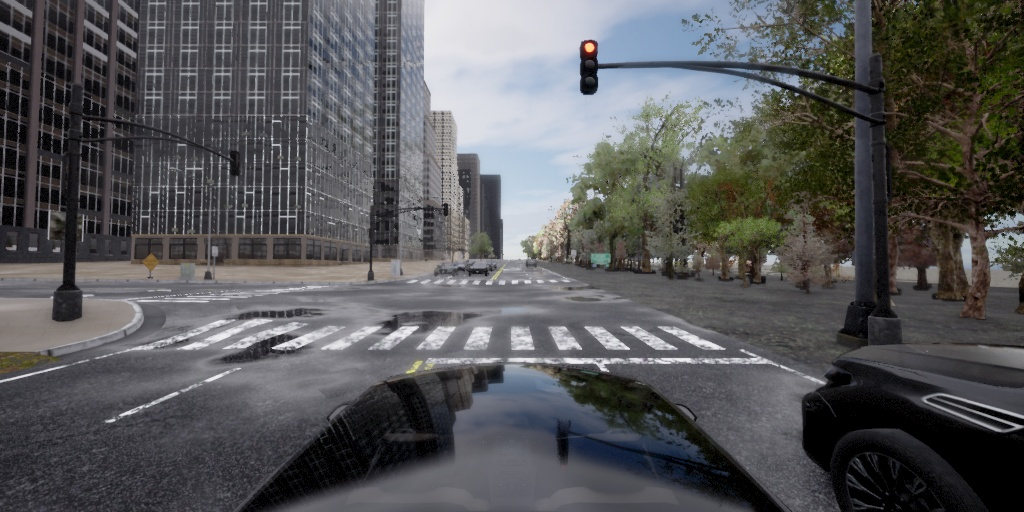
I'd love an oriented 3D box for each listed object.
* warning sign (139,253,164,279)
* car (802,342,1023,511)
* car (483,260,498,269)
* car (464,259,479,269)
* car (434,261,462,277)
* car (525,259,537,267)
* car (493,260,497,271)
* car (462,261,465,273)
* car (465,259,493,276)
[{"bbox_3d":[-26.157,0.734,25.921,1.060,1.860,1.300,0,0,-4],"label":"warning sign"},{"bbox_3d":[3.359,0.963,0.428,2.150,2.045,5.566,0,0,0],"label":"car"},{"bbox_3d":[-3.335,1.335,57.033,2.033,1.411,5.357,0,0,0],"label":"car"},{"bbox_3d":[-6.571,1.266,58.309,1.882,1.535,5.008,0,0,0],"label":"car"},{"bbox_3d":[-6.589,1.337,36.413,1.994,1.385,4.181,0,0,0],"label":"car"},{"bbox_3d":[3.375,1.249,64.201,2.128,1.511,4.902,0,-1,0],"label":"car"},{"bbox_3d":[-3.342,1.381,46.459,1.895,1.301,4.718,0,0,0],"label":"car"},{"bbox_3d":[-6.591,1.327,45.647,2.033,1.411,5.357,0,0,0],"label":"car"},{"bbox_3d":[-3.339,1.251,37.119,1.882,1.535,5.008,0,0,0],"label":"car"}]
